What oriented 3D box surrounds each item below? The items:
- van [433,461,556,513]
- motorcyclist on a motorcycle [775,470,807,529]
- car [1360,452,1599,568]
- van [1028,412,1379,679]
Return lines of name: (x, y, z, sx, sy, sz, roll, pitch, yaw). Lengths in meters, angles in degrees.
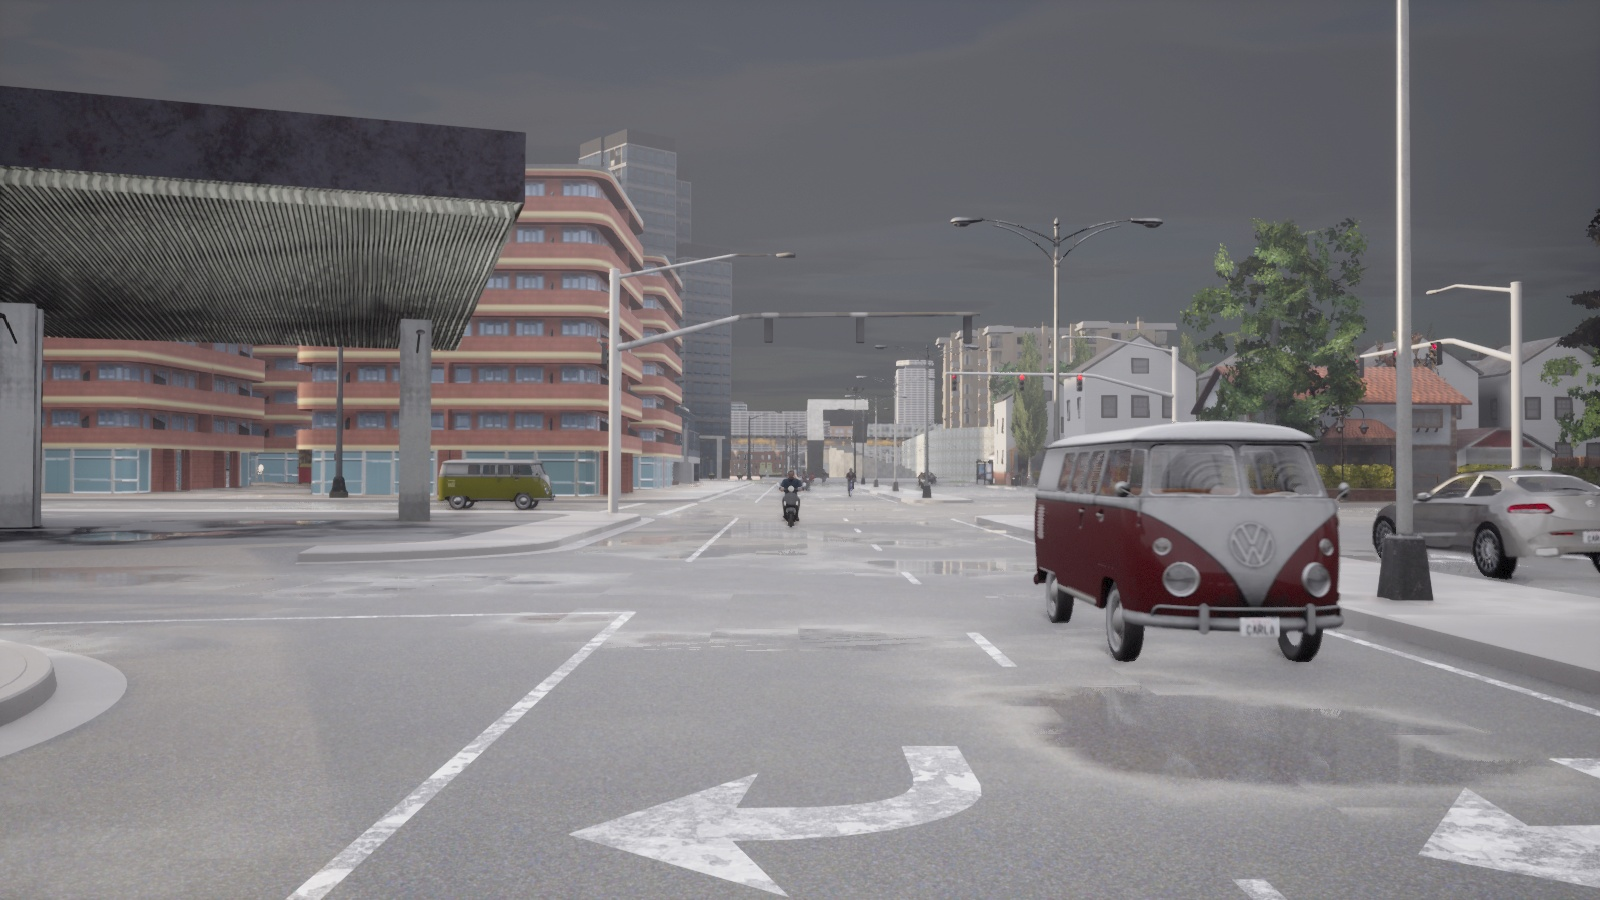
van: (-12.051, 1.449, 49.723, 4.442, 1.987, 1.775, 0, -1, -2)
motorcyclist on a motorcycle: (-0.240, 1.358, 35.132, 0.866, 1.590, 1.817, 0, -1, 0)
car: (11.359, 0.889, 20.487, 2.152, 1.651, 5.027, 0, -1, 0)
van: (3.421, 0.748, 11.616, 1.775, 1.987, 4.442, 0, -1, 0)
